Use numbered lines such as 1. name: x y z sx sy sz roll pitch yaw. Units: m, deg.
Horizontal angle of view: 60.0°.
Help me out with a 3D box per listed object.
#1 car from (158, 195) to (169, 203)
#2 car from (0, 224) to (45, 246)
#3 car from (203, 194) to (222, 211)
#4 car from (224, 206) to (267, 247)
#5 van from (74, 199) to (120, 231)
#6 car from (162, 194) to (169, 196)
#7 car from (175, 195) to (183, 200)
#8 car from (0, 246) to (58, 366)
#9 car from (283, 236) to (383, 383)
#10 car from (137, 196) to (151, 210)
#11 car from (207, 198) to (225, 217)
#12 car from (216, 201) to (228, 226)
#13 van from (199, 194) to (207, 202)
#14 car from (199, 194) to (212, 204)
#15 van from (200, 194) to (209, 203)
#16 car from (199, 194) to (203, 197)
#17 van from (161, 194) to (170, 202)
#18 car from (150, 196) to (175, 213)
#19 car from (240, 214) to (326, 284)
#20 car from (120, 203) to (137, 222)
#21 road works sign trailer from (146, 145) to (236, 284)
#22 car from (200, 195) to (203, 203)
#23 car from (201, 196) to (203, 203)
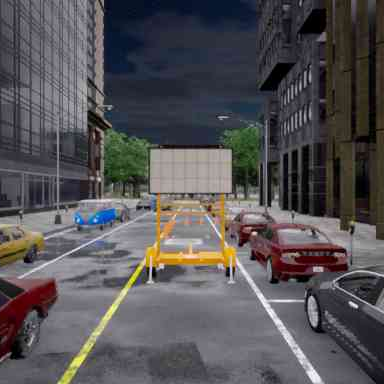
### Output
1. car: -5.990 1.464 69.234 1.967 1.590 4.097 0 0 0
2. car: -5.792 1.526 9.251 1.752 1.417 4.829 0 0 0
3. car: 2.643 1.321 36.637 2.192 1.841 5.009 0 0 0
4. car: 2.715 1.546 14.887 1.887 1.381 4.507 0 0 0
5. van: -5.829 1.343 20.296 1.690 1.788 3.998 0 0 0
6. car: -5.971 1.546 63.627 1.752 1.417 4.829 0 0 0
7. car: -3.256 1.427 78.572 1.882 1.535 5.008 0 0 0
8. car: -3.109 1.601 3.195 1.895 1.301 4.718 0 0 0
9. car: 2.750 1.551 4.011 2.008 1.369 4.403 0 0 0
10. car: -5.900 1.574 42.046 1.947 1.339 4.313 0 0 0
11. car: 2.660 1.530 31.369 1.752 1.417 4.829 0 0 0
12. car: 2.696 1.527 20.494 1.752 1.417 4.829 0 0 0
13. van: 2.518 1.370 74.700 1.690 1.788 3.998 0 0 0
14. car: 2.553 1.335 63.825 2.192 1.841 5.009 0 0 0
15. van: 2.535 1.365 69.262 1.690 1.788 3.998 0 0 0
16. car: 2.571 1.457 58.387 1.967 1.590 4.097 0 0 0
17. van: -6.008 1.370 74.672 1.690 1.788 3.998 0 0 0
18. car: -3.219 1.511 36.953 1.837 1.490 4.892 0 0 0
19. car: 2.732 1.545 9.449 1.887 1.381 4.507 0 0 0
20. car: -5.846 1.554 25.734 2.008 1.369 4.403 0 0 0
21. road works sign trailer: -0.030 0.465 9.582 2.380 3.560 2.880 0 0 0
22. car: 2.589 1.558 52.949 1.887 1.381 4.507 0 0 0
23. car: 2.607 1.536 47.682 1.752 1.417 4.829 0 0 0
